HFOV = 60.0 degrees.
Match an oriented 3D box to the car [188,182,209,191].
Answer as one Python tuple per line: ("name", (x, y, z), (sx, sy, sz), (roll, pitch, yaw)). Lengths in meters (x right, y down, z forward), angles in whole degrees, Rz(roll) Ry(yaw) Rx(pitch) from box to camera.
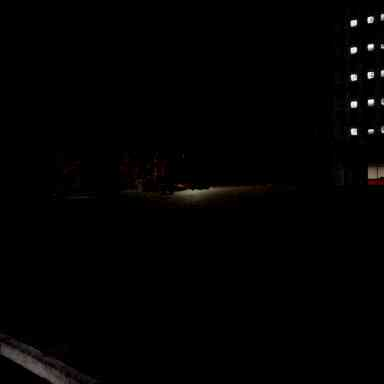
("car", (1.498, -0.965, 62.255), (1.895, 1.301, 4.718), (0, 2, 29))

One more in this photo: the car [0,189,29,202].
("car", (-20.906, 0.434, 37.683), (1.812, 1.442, 4.674), (0, 2, 33))

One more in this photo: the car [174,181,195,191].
("car", (-1.379, -1.200, 63.769), (2.097, 1.767, 4.553), (0, 2, 29))

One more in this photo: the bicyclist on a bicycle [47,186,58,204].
("bicyclist on a bicycle", (-12.699, 0.252, 30.290), (1.656, 1.620, 0.582), (-1, 2, 33))

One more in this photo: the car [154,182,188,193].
("car", (-3.281, -0.591, 53.758), (2.033, 1.411, 5.357), (0, 2, 30))

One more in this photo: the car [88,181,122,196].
("car", (-13.097, -0.538, 50.204), (2.150, 2.045, 5.566), (0, 2, 31))

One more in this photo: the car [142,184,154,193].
("car", (-6.059, -0.584, 55.445), (2.033, 1.411, 5.357), (0, 2, 30))
